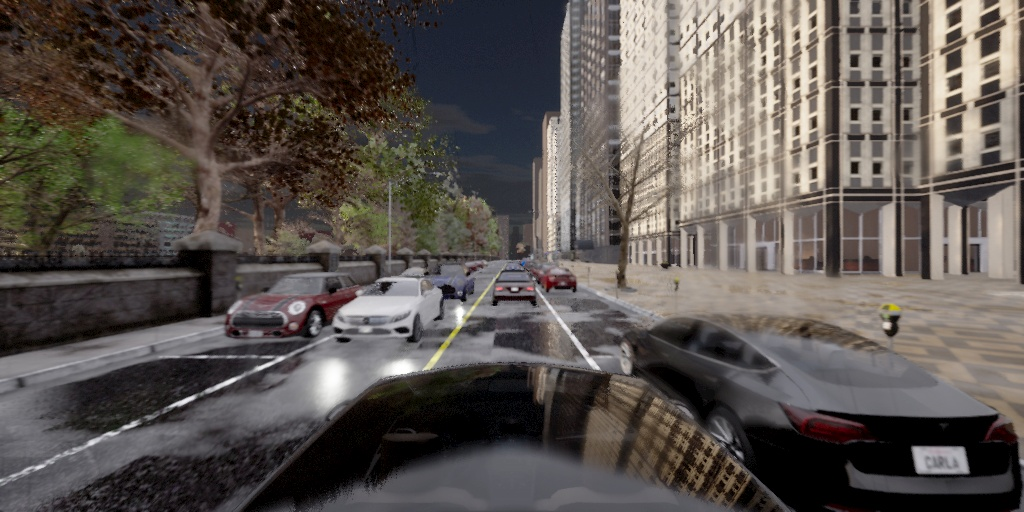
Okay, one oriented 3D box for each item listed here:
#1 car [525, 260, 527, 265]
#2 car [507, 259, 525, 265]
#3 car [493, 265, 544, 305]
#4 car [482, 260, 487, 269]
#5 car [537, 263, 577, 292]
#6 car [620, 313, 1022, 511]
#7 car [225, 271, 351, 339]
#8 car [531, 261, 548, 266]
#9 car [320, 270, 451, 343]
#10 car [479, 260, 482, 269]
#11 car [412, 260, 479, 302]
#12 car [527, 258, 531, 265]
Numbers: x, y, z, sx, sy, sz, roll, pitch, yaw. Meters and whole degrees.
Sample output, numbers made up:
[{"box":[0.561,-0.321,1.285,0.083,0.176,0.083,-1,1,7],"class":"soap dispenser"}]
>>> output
[{"box":[2.693,1.371,38.123,2.007,1.370,4.403,0,0,0],"class":"car"},{"box":[0.104,1.376,42.020,2.033,1.411,5.357,0,0,0],"class":"car"},{"box":[0.102,1.322,16.239,2.033,1.411,5.357,0,0,0],"class":"car"},{"box":[-5.685,1.421,60.653,1.888,1.381,4.507,0,0,0],"class":"car"},{"box":[2.692,1.329,21.228,1.888,1.381,4.507,0,0,0],"class":"car"},{"box":[2.689,1.320,4.330,1.948,1.339,4.313,0,0,0],"class":"car"},{"box":[-5.691,1.203,9.963,1.967,1.591,4.097,0,0,0],"class":"car"},{"box":[2.692,1.235,26.859,1.967,1.591,4.097,0,0,0],"class":"car"},{"box":[-3.076,1.289,9.877,1.812,1.442,4.674,0,0,0],"class":"car"},{"box":[-5.686,1.391,49.389,1.888,1.381,4.507,0,0,0],"class":"car"},{"box":[-2.999,1.128,17.180,2.097,1.767,4.553,0,0,0],"class":"car"},{"box":[2.693,1.248,32.491,1.967,1.591,4.097,0,0,0],"class":"car"}]
